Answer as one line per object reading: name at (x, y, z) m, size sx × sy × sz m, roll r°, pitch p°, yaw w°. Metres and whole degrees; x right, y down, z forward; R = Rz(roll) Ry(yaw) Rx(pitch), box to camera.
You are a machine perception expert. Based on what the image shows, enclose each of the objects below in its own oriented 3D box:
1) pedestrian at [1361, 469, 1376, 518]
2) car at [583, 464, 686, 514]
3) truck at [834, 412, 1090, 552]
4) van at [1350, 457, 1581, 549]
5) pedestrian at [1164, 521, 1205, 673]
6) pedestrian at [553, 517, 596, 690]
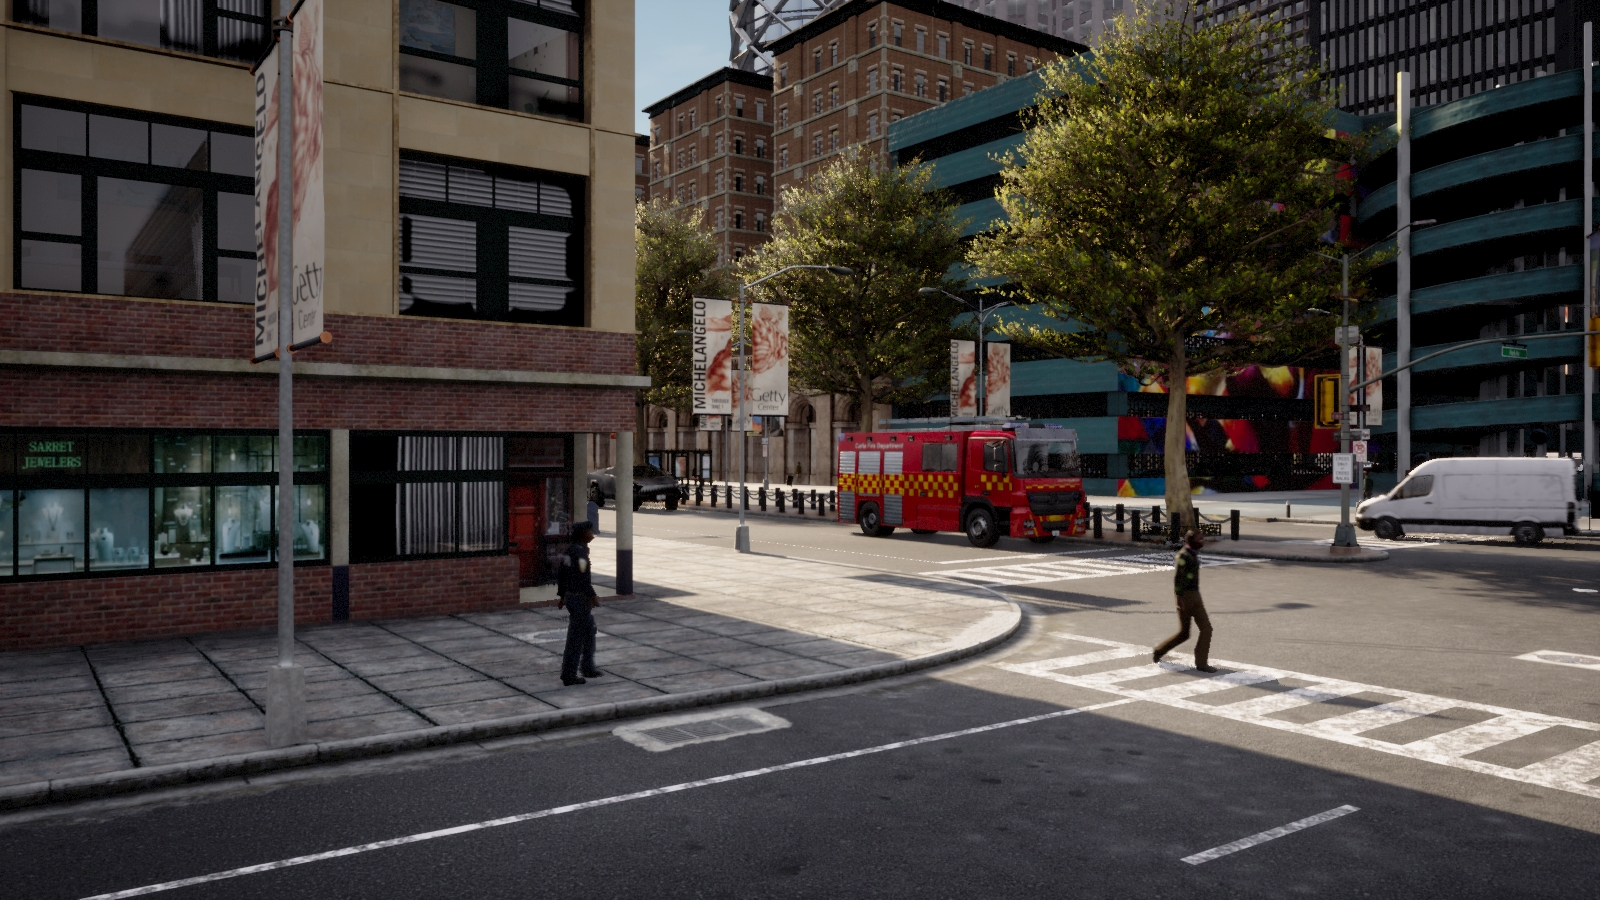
pedestrian at (21.821, 1.679, 43.865) m, size 0.375 × 1.860 × 0.375 m, roll 0°, pitch 0°, yaw -22°
car at (-7.794, 1.744, 53.167) m, size 2.390 × 2.098 × 6.274 m, roll 0°, pitch 0°, yaw -32°
truck at (4.745, 0.881, 35.550) m, size 2.891 × 3.827 × 8.468 m, roll 0°, pitch 0°, yaw -35°
van at (20.282, 1.520, 34.974) m, size 5.915 × 2.561 × 1.988 m, roll 0°, pitch 1°, yaw 37°
pedestrian at (4.875, 1.844, 14.486) m, size 0.375 × 1.860 × 0.375 m, roll 0°, pitch 0°, yaw -45°
pedestrian at (-2.521, 1.694, 12.766) m, size 0.375 × 1.860 × 0.375 m, roll 0°, pitch 0°, yaw -28°
